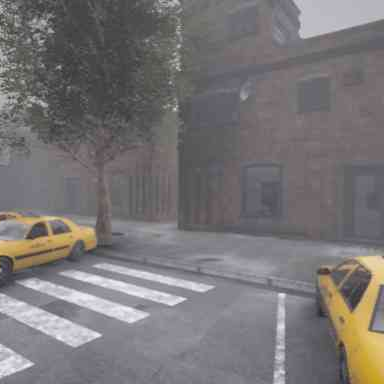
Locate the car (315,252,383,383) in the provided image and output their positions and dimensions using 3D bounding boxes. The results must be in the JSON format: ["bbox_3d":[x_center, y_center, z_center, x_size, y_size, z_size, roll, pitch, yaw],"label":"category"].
[{"bbox_3d":[2.727,1.486,4.367,1.946,1.575,5.366,1,0,16],"label":"car"}]

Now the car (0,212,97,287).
[{"bbox_3d":[-4.707,1.374,9.246,1.946,1.575,5.366,1,0,16],"label":"car"}]
